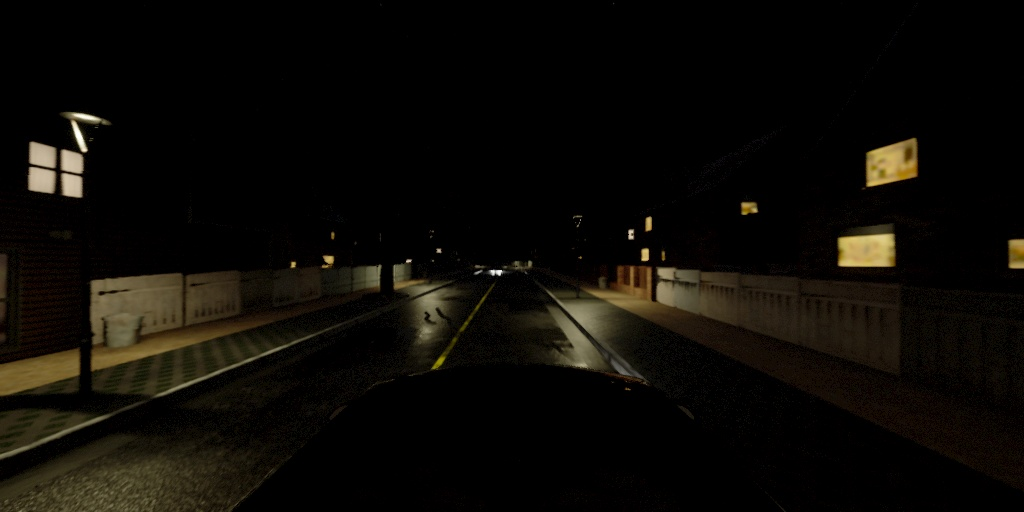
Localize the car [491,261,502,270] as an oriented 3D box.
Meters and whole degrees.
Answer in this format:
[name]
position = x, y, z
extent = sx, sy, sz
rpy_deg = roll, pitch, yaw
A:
[car]
position = -2.717, 1.670, 62.234
extent = 2.128, 1.511, 4.902
rpy_deg = -1, -1, -3
